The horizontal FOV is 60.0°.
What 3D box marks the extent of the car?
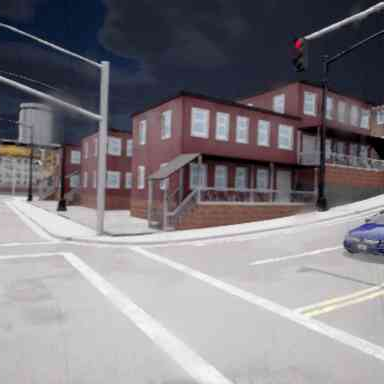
[{"bbox_3d":[7.311,1.337,11.644,4.674,1.442,1.812,-4,3,-32],"label":"car"}]
